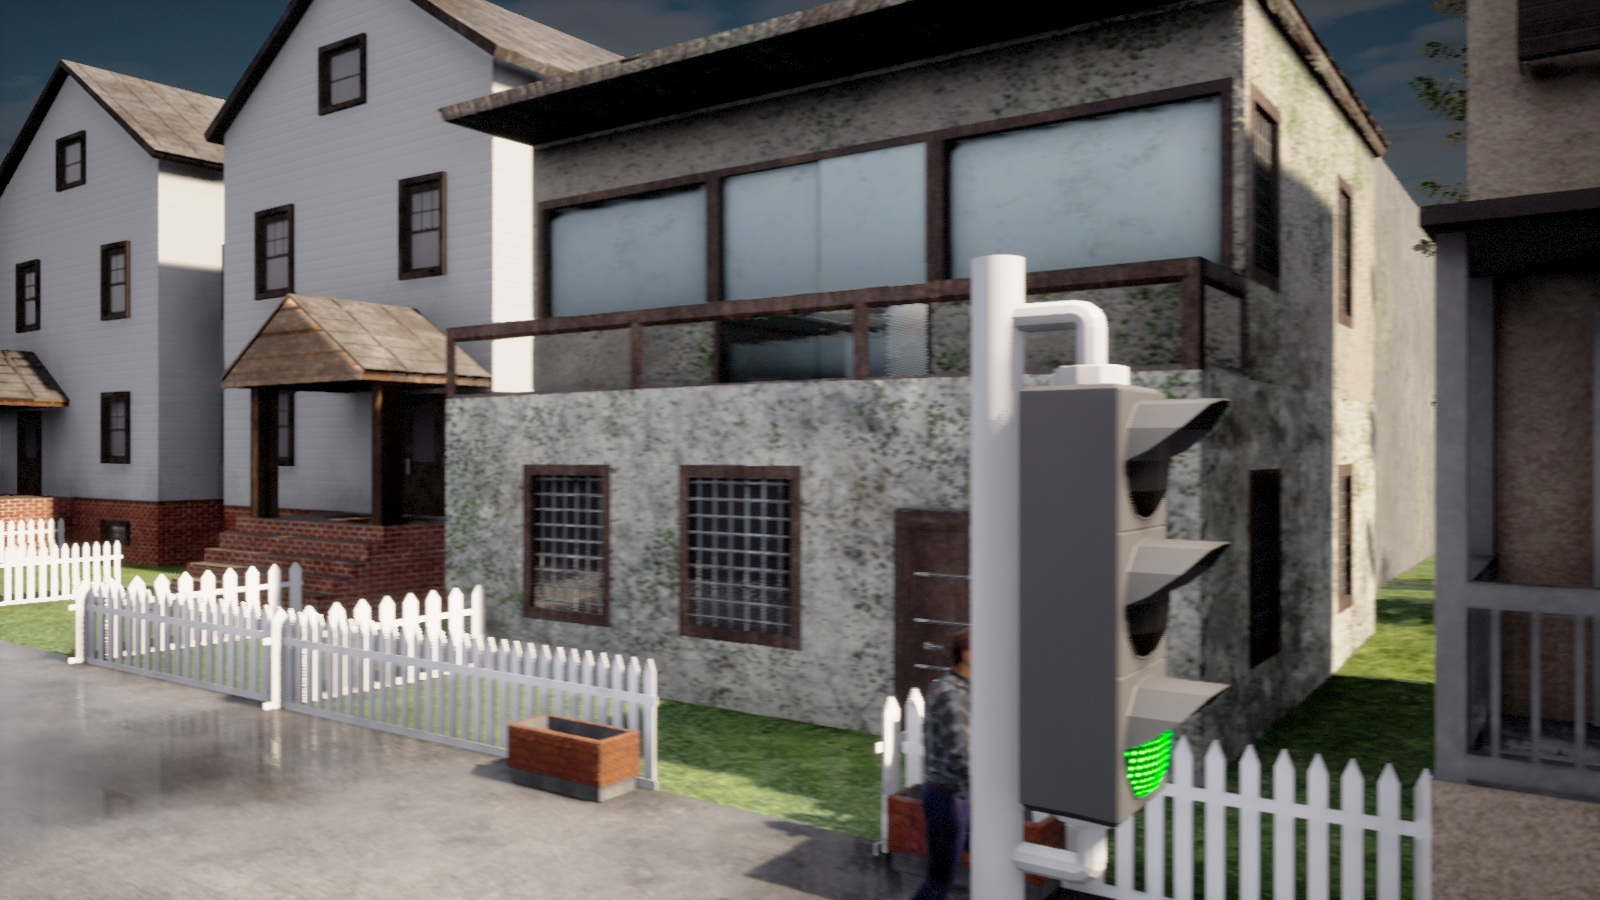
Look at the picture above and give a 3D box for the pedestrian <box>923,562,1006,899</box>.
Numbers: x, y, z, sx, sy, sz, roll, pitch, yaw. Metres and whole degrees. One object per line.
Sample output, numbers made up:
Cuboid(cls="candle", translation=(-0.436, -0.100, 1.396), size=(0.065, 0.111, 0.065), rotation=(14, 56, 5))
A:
Cuboid(cls="pedestrian", translation=(0.844, 1.523, 5.831), size=(0.375, 1.860, 0.375), rotation=(0, 0, 15))
